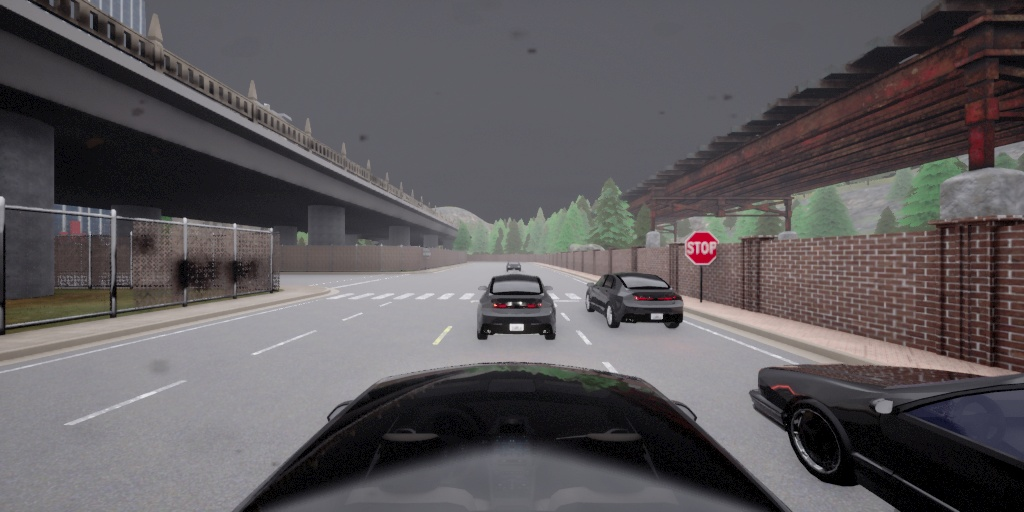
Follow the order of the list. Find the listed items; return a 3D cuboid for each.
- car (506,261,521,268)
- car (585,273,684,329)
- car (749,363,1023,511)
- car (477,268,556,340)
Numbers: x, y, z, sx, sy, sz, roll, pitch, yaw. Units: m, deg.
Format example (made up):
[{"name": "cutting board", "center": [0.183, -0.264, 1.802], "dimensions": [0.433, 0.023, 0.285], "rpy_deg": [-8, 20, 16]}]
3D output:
[{"name": "car", "center": [0.212, 1.351, 46.249], "dimensions": [1.895, 1.301, 4.718], "rpy_deg": [0, 0, -1]}, {"name": "car", "center": [3.606, 1.255, 11.316], "dimensions": [1.837, 1.490, 4.892], "rpy_deg": [0, 0, 0]}, {"name": "car", "center": [3.600, 1.297, 1.570], "dimensions": [2.033, 1.411, 5.357], "rpy_deg": [0, 0, 0]}, {"name": "car", "center": [0.104, 1.255, 9.959], "dimensions": [1.837, 1.490, 4.892], "rpy_deg": [0, 0, 0]}]
